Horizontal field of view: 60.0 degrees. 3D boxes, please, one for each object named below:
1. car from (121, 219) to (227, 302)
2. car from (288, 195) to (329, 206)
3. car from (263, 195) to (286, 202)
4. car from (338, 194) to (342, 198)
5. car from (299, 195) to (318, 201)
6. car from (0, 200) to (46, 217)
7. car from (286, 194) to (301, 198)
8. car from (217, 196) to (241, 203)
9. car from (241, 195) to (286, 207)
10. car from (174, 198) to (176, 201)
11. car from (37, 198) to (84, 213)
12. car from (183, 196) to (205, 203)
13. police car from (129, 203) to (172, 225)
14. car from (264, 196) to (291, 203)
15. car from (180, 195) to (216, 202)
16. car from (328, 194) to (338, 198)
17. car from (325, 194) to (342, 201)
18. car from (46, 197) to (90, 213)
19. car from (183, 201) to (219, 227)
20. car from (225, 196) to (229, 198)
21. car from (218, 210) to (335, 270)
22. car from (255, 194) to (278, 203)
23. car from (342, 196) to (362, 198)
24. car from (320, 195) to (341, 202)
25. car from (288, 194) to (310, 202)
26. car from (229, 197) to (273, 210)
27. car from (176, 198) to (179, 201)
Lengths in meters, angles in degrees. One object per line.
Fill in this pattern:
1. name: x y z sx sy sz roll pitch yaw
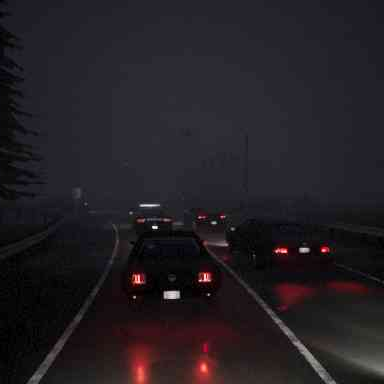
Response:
1. car: -0.601 1.601 8.312 1.895 1.301 4.718 0 0 -6
2. car: 16.141 1.525 46.111 4.674 1.442 1.812 0 0 -21
3. car: 19.140 1.500 77.259 4.892 1.490 1.837 0 0 -21
4. car: 36.141 1.540 77.654 5.357 1.411 2.033 0 0 -31
5. car: 28.406 1.552 81.251 4.181 1.385 1.994 0 0 -27
6. car: -16.227 1.511 30.209 4.892 1.490 1.837 0 0 -21
7. car: 18.669 1.525 65.886 4.674 1.442 1.812 0 0 -20
8. car: 7.797 1.524 69.257 4.674 1.442 1.812 0 0 -21
9. car: 10.243 1.547 47.636 5.357 1.411 2.033 0 0 -21
10. car: -1.583 1.491 65.810 4.902 1.511 2.128 0 0 -20
11. car: -14.973 1.510 38.158 4.892 1.490 1.837 0 0 -21
12. car: 0.331 1.552 70.190 4.181 1.385 1.994 0 0 -21
13. police car: -2.267 1.425 17.776 1.930 1.638 5.238 0 0 -13
14. car: 17.804 1.540 69.278 5.357 1.411 2.033 0 0 -21
15. car: 1.283 1.493 48.007 4.902 1.511 2.128 0 0 -21
16. car: 27.118 1.478 69.089 5.008 1.535 1.882 0 0 -21
17. car: 37.004 1.325 86.797 4.553 1.767 2.097 0 0 -35
18. car: -13.135 1.359 35.111 4.553 1.767 2.097 0 0 -21
19. car: 0.678 1.526 20.467 1.812 1.442 4.674 0 0 -13
20. car: 8.974 1.525 66.013 4.674 1.442 1.812 0 0 -20
21. car: 2.542 1.547 11.065 2.033 1.411 5.357 0 0 -8
22. car: 16.221 1.355 72.422 4.553 1.767 2.097 0 0 -21
23. car: 36.425 1.540 73.694 5.357 1.411 2.033 0 0 -31
24. car: 33.397 1.525 80.048 4.902 1.511 2.128 0 0 -31
25. car: 24.278 1.355 75.501 4.553 1.767 2.097 0 0 -21
26. car: 6.852 1.564 38.884 4.181 1.385 1.994 0 0 -21
27. car: -0.060 1.352 62.669 4.553 1.767 2.097 0 0 -22
